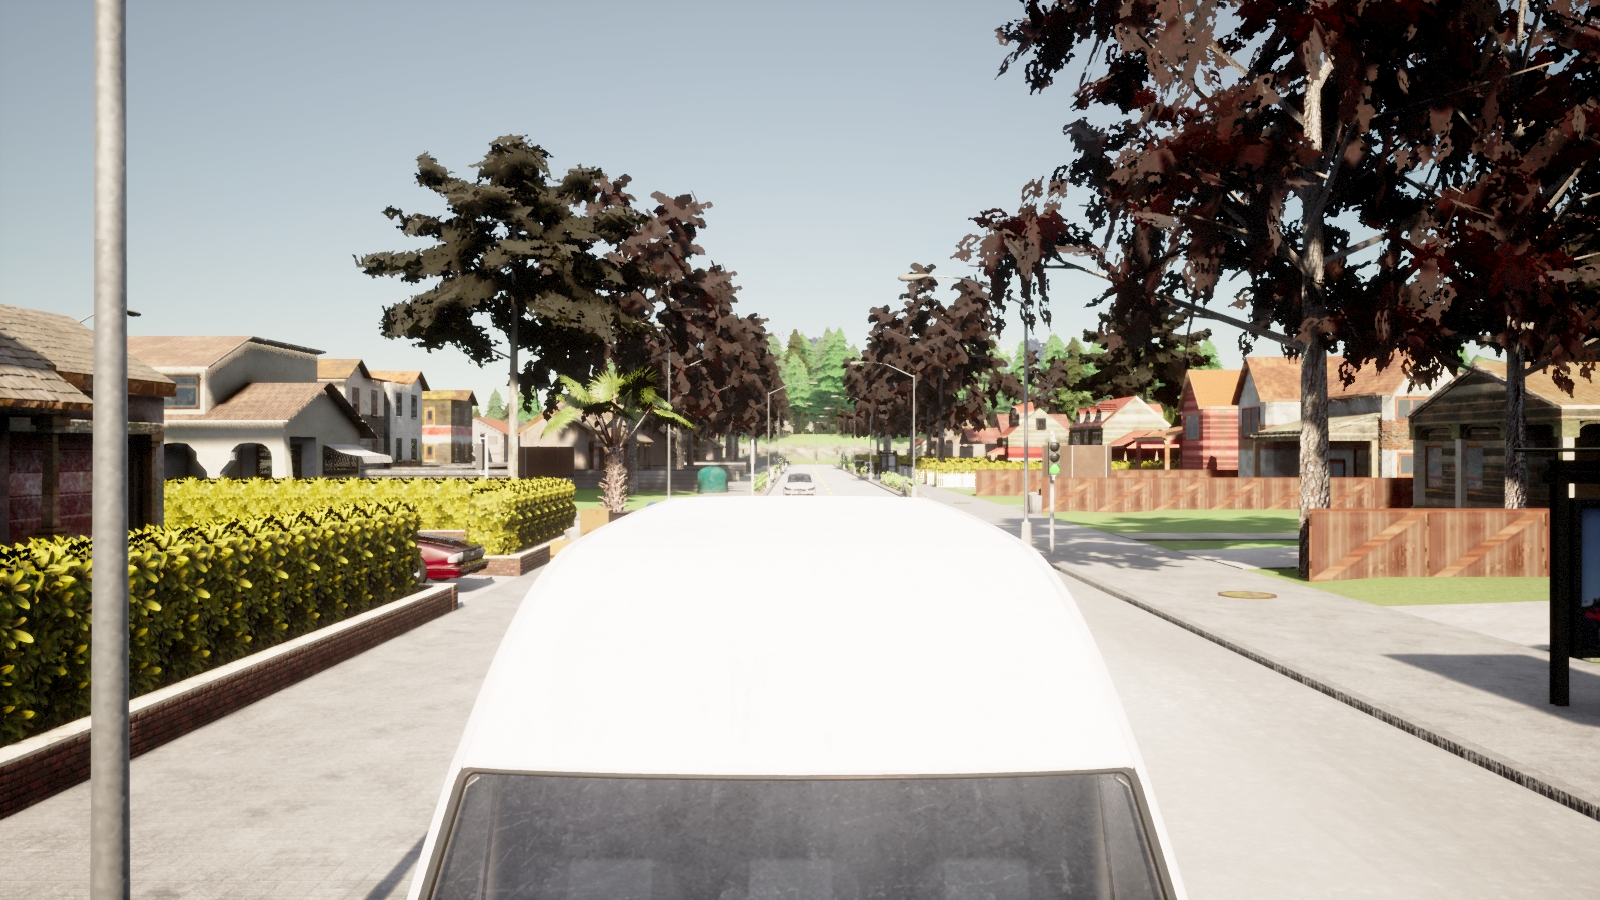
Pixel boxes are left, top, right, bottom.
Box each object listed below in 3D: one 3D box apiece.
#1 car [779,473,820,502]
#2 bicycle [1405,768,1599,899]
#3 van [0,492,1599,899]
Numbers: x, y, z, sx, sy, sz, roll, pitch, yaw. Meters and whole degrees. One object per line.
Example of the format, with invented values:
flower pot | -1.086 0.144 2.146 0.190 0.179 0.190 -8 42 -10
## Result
car | -0.024 2.087 64.511 2.231 1.480 4.892 0 0 0
bicycle | 2.687 2.062 3.843 0.329 1.471 1.835 0 0 0
van | 0.002 1.537 4.030 1.988 2.561 5.915 0 0 0
